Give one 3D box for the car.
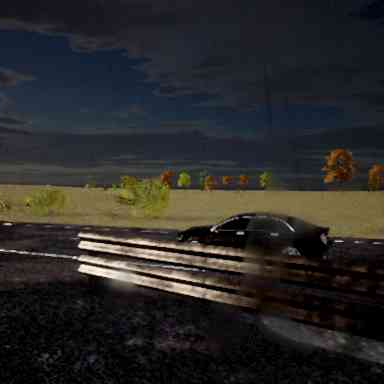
[{"bbox_3d":[1.799,1.412,10.537,4.892,1.490,1.837,0,0,23],"label":"car"}]
